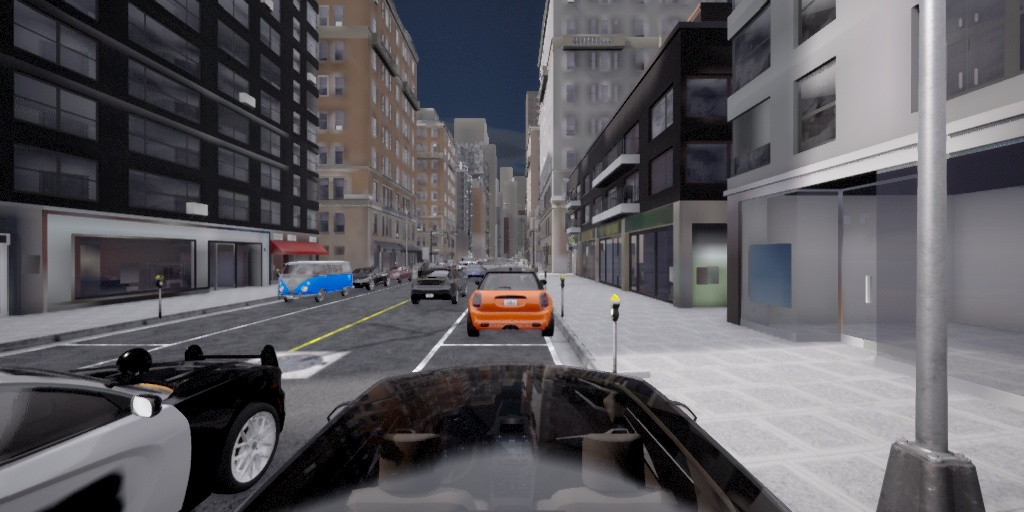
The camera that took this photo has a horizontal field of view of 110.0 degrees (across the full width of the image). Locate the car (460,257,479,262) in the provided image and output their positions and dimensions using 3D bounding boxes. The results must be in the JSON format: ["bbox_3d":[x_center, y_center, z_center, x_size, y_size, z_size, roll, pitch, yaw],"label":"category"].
[{"bbox_3d":[-6.145,1.089,50.080,2.150,2.045,5.566,0,0,0],"label":"car"}]

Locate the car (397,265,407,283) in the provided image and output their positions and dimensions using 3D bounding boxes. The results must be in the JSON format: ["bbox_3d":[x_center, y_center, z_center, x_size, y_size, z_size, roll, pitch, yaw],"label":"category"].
[{"bbox_3d":[-8.813,1.335,27.331,1.802,1.307,4.207,0,0,0],"label":"car"}]

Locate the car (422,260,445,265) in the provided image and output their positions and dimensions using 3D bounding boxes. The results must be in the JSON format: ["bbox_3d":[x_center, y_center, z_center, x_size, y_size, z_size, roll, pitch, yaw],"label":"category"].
[{"bbox_3d":[-8.813,1.322,38.333,1.948,1.339,4.313,0,0,0],"label":"car"}]

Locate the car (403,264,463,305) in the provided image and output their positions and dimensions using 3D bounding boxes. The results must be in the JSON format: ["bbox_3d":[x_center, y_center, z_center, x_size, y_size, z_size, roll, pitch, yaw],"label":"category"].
[{"bbox_3d":[-3.145,1.268,16.109,1.837,1.490,4.892,0,0,0],"label":"car"}]

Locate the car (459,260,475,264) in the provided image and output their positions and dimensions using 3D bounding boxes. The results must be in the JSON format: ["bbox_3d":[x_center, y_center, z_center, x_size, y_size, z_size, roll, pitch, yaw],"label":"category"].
[{"bbox_3d":[-3.145,1.327,31.109,1.994,1.385,4.181,0,0,0],"label":"car"}]

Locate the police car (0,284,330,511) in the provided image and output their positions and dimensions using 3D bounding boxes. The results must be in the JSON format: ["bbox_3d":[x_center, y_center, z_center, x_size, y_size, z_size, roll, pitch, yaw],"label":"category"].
[{"bbox_3d":[-3.145,1.175,1.610,1.930,1.638,5.238,0,0,0],"label":"police car"}]

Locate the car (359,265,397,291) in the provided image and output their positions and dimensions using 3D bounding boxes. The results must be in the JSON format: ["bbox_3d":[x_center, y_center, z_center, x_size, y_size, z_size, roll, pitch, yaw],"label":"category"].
[{"bbox_3d":[-8.813,1.317,21.829,1.948,1.339,4.313,0,0,0],"label":"car"}]

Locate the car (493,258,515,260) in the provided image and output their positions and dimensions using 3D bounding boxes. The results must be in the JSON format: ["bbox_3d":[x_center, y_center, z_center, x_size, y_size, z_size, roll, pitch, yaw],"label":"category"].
[{"bbox_3d":[-0.288,1.192,27.330,1.967,1.591,4.097,0,0,0],"label":"car"}]

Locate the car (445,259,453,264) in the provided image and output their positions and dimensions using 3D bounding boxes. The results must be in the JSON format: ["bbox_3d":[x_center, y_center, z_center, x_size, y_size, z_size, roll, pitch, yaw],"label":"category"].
[{"bbox_3d":[-8.814,1.341,43.834,1.802,1.307,4.207,0,0,0],"label":"car"}]

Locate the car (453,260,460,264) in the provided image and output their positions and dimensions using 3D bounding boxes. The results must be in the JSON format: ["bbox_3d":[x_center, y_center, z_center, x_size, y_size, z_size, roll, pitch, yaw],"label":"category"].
[{"bbox_3d":[-8.814,1.201,49.336,1.967,1.591,4.097,0,0,0],"label":"car"}]

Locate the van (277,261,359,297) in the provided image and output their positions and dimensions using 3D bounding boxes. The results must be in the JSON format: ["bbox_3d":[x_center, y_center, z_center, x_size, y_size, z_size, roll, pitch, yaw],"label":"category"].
[{"bbox_3d":[-8.813,1.091,16.328,1.690,1.789,3.998,0,0,0],"label":"van"}]

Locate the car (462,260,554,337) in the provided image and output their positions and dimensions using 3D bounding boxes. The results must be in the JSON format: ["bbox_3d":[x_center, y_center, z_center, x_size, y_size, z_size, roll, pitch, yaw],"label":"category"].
[{"bbox_3d":[-0.033,1.102,10.470,2.097,1.767,4.553,0,0,0],"label":"car"}]
